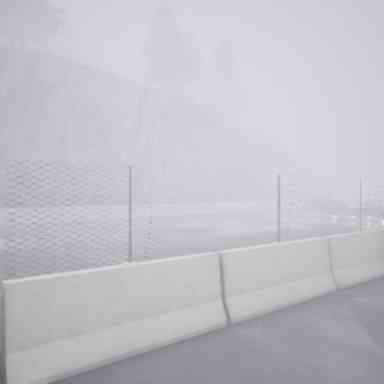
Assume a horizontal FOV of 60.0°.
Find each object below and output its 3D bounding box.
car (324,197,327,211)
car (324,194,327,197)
[{"bbox_3d":[15.855,1.588,37.051,1.837,1.490,4.892,0,0,43],"label":"car"},{"bbox_3d":[16.331,1.316,42.792,2.150,2.045,5.566,0,0,41],"label":"car"}]
